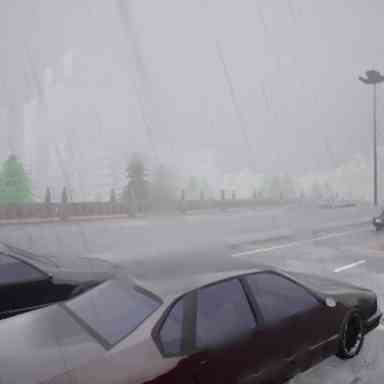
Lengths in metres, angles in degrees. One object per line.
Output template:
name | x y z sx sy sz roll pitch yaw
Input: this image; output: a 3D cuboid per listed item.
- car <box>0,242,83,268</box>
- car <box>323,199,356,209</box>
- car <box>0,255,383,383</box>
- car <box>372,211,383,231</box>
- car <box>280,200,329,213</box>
car | -3.666 1.572 5.528 5.357 1.411 2.033 0 0 -36
car | 17.725 1.550 39.193 4.892 1.490 1.837 1 -1 -43
car | 0.311 1.555 4.157 5.357 1.411 2.033 0 0 -37
car | 12.337 1.604 19.444 4.718 1.301 1.895 0 0 -43
car | 8.485 1.602 25.688 4.181 1.385 1.994 0 0 -43
